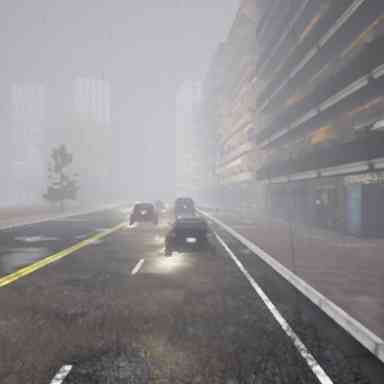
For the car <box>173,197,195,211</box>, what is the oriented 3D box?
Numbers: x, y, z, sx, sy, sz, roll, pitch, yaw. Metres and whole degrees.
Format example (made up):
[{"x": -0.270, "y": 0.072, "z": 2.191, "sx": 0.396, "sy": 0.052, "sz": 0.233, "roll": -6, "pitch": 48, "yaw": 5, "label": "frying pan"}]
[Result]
[{"x": -0.860, "y": 1.576, "z": 35.820, "sx": 2.150, "sy": 2.045, "sz": 5.566, "roll": 0, "pitch": 0, "yaw": -3, "label": "car"}]

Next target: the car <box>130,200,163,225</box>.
[{"x": -3.713, "y": 1.621, "z": 26.955, "sx": 2.097, "sy": 1.767, "sz": 4.553, "roll": 0, "pitch": -1, "yaw": -2, "label": "car"}]

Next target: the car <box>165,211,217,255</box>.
[{"x": -0.068, "y": 1.701, "z": 13.908, "sx": 1.994, "sy": 1.385, "sz": 4.181, "roll": 0, "pitch": 0, "yaw": -1, "label": "car"}]

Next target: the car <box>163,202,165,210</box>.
[{"x": -5.318, "y": 2.064, "z": 53.642, "sx": 1.812, "sy": 1.442, "sz": 4.674, "roll": 0, "pitch": -1, "yaw": -5, "label": "car"}]
